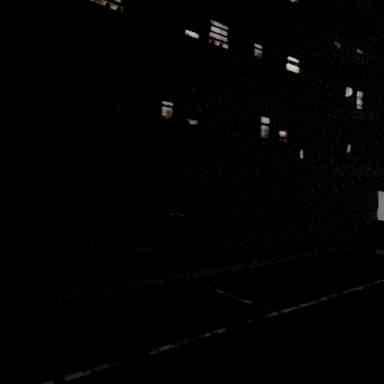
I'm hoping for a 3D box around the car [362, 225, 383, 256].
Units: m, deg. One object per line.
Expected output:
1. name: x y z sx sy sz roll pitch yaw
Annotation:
1. car: 8.073 1.657 12.319 4.313 1.339 1.947 0 0 -35
